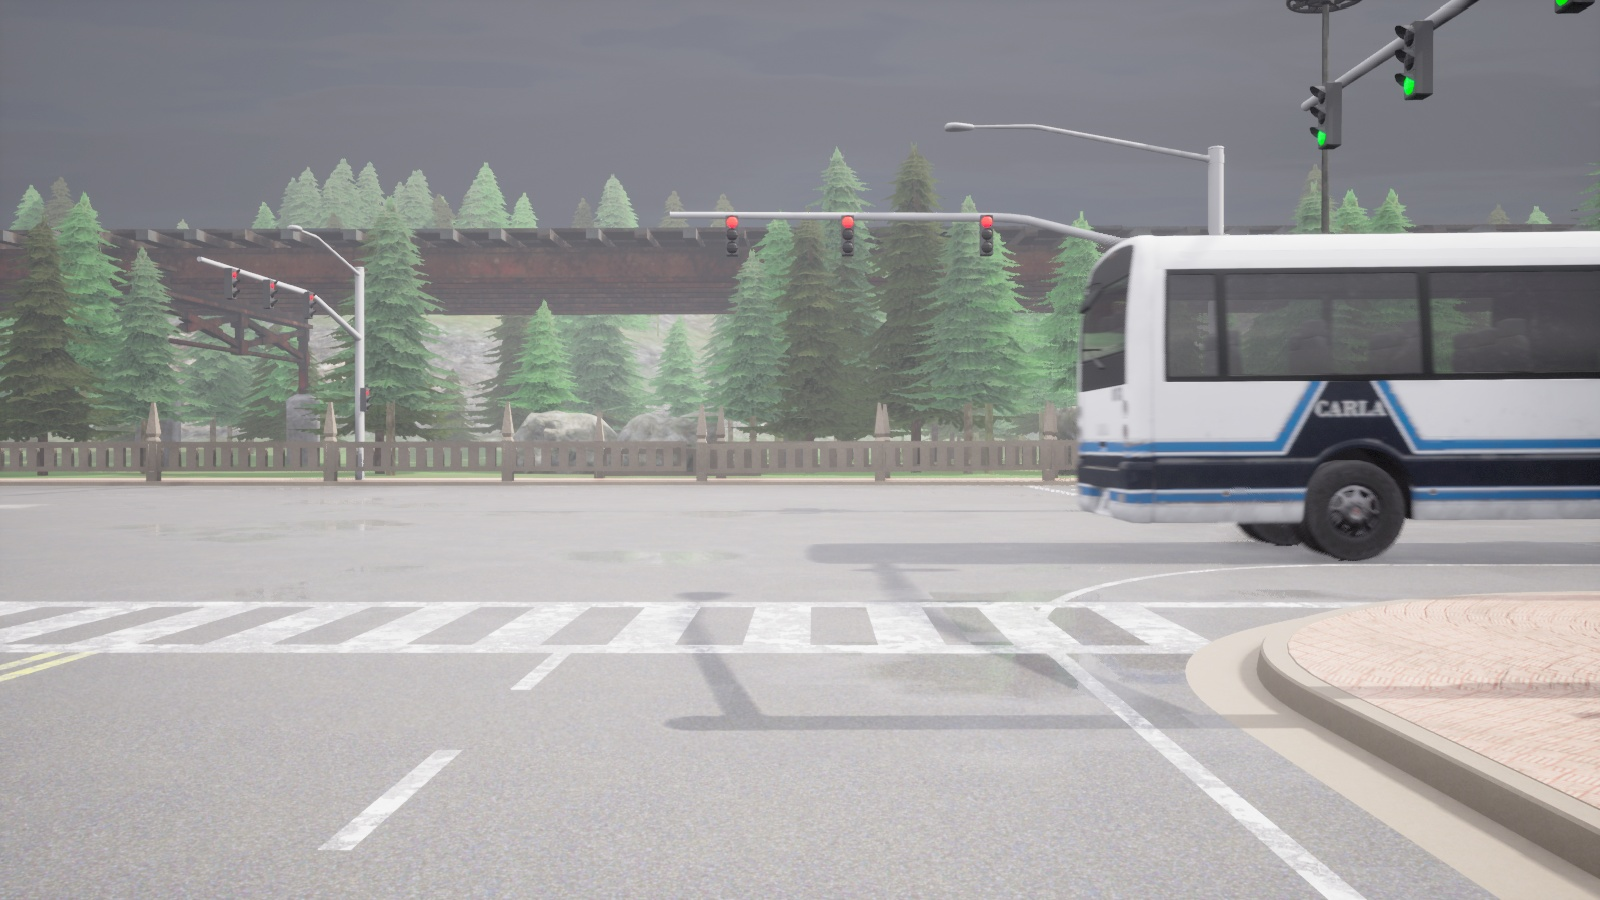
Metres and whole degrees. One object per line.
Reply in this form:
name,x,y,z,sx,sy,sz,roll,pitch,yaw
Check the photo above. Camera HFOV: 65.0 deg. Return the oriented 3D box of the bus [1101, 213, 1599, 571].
bus,9.684,-0.718,17.003,10.273,4.253,3.944,0,0,1
